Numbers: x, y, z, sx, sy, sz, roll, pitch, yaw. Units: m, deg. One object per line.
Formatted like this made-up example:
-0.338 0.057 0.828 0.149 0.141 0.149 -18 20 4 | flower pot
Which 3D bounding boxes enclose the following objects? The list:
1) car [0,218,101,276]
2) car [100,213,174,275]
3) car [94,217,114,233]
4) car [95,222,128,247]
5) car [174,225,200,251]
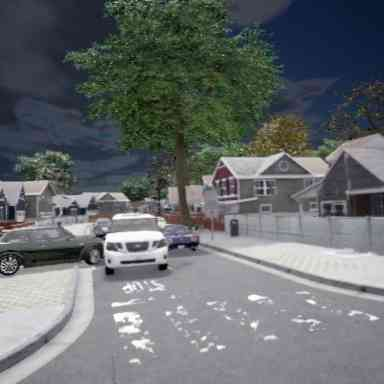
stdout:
-5.768 2.200 13.827 4.553 1.767 2.097 -1 -3 -30 | car
-2.347 1.914 13.542 2.150 2.045 5.566 -2 -2 -12 | car
-9.468 3.473 35.474 1.812 1.442 4.674 -2 -2 -17 | car
-5.628 2.837 22.903 1.895 1.301 4.718 -2 -3 -17 | car
-1.138 2.426 17.861 1.895 1.301 4.718 -2 -3 -17 | car
